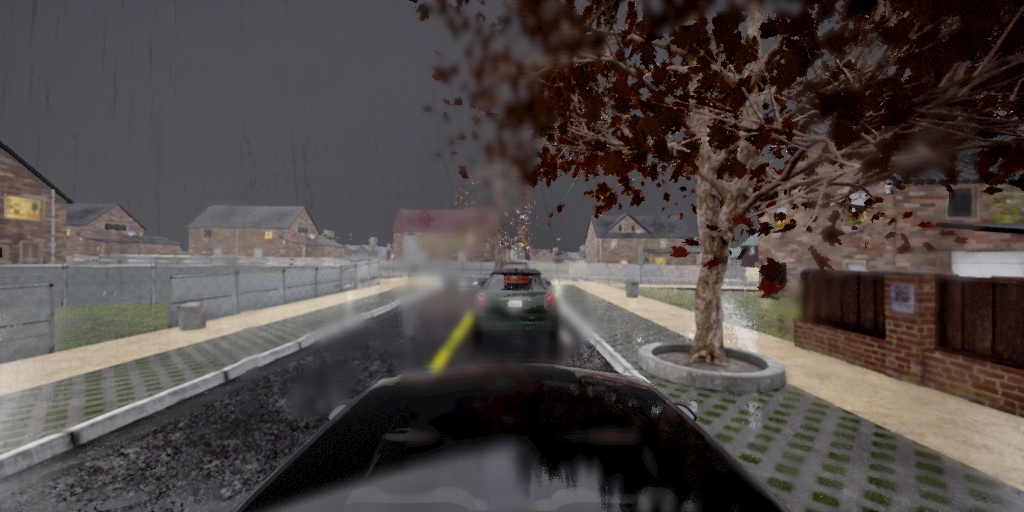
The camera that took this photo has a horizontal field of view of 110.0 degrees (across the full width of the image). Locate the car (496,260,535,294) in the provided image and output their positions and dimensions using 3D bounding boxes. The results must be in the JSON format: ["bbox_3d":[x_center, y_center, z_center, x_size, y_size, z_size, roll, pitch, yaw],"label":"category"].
[{"bbox_3d":[0.332,1.146,21.485,2.097,1.767,4.553,0,0,4],"label":"car"}]

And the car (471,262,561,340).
[{"bbox_3d":[0.102,1.120,10.172,2.097,1.767,4.553,0,0,0],"label":"car"}]

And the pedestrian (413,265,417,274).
[{"bbox_3d":[-9.684,0.845,35.926,0.375,1.860,0.375,0,-2,0],"label":"pedestrian"}]

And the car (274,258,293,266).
[{"bbox_3d":[-17.632,0.977,30.017,5.008,1.535,1.882,1,-1,0],"label":"car"}]

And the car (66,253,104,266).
[{"bbox_3d":[-36.676,0.523,29.922,4.553,1.767,2.097,1,-1,0],"label":"car"}]
